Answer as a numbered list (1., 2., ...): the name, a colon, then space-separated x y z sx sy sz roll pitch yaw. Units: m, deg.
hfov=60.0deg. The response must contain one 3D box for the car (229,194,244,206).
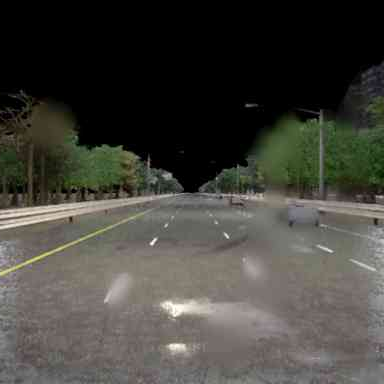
1. car: 7.117 1.548 54.500 2.033 1.411 5.357 0 0 0

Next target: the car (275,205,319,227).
1. car: 7.029 1.568 22.654 1.994 1.385 4.181 0 0 0
